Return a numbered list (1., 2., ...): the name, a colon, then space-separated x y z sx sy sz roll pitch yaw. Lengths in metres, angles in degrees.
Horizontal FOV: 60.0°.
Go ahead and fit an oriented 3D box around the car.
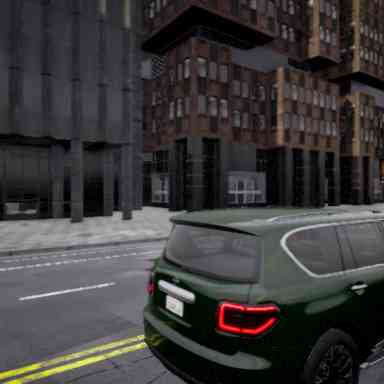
1. car: 2.017 1.233 4.930 5.566 2.045 2.150 0 0 -35
